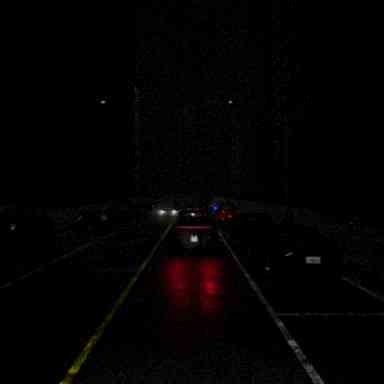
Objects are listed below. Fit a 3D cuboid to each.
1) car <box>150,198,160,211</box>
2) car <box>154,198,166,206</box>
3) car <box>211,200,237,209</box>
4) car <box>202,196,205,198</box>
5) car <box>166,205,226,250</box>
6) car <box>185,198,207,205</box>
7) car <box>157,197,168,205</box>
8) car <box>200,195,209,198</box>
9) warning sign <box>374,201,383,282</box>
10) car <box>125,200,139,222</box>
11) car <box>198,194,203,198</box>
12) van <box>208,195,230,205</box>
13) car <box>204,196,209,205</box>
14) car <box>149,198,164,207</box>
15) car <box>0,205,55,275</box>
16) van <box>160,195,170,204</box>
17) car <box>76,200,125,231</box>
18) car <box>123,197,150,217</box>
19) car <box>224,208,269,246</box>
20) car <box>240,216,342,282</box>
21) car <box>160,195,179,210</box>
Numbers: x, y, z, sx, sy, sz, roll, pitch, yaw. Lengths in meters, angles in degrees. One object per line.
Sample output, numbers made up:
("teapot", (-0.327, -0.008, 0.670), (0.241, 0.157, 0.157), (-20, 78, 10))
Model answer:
("car", (-5.755, 1.694, 43.304), (1.947, 1.339, 4.313), (0, 0, 0))
("car", (-5.754, 1.769, 60.132), (1.802, 1.307, 4.206), (0, 0, 0))
("car", (2.768, 1.621, 26.490), (1.887, 1.381, 4.507), (0, 0, 0))
("car", (2.770, 1.714, 48.925), (1.947, 1.339, 4.313), (0, 0, 0))
("car", (0.088, 1.532, 14.574), (2.128, 1.511, 4.902), (0, 0, 0))
("car", (0.091, 1.591, 29.846), (1.837, 1.490, 4.892), (0, 0, 0))
("car", (-5.753, 1.732, 65.571), (1.752, 1.417, 4.829), (0, 0, 0))
("car", (2.771, 1.769, 60.144), (1.802, 1.307, 4.206), (0, 0, 0))
("warning sign", (5.067, 1.136, 7.535), (1.300, 1.860, 1.060), (0, 0, 0))
("car", (-5.758, 1.627, 26.475), (2.008, 1.369, 4.403), (0, 0, 0))
("car", (2.772, 1.523, 65.753), (2.192, 1.841, 5.009), (0, 0, 0))
("van", (2.769, 1.435, 32.099), (1.690, 1.788, 3.998), (0, 0, 0))
("car", (2.769, 1.551, 37.708), (1.967, 1.590, 4.097), (0, 0, 0))
("car", (-5.754, 1.717, 54.523), (2.008, 1.369, 4.403), (0, 0, 0))
("car", (-5.759, 1.341, 9.647), (2.192, 1.841, 5.009), (0, 0, 0))
("van", (-5.752, 1.570, 71.352), (1.690, 1.788, 3.998), (0, 0, 0))
("car", (-5.758, 1.499, 20.866), (1.967, 1.590, 4.097), (0, 0, 0))
("car", (-5.756, 1.408, 32.086), (2.192, 1.841, 5.009), (0, 0, 0))
("car", (2.766, 1.609, 15.271), (1.947, 1.339, 4.313), (0, 0, 0))
("car", (2.766, 1.593, 9.662), (1.947, 1.339, 4.313), (0, 0, 0))
("car", (-3.083, 1.611, 44.811), (1.882, 1.535, 5.008), (0, 0, 0))
